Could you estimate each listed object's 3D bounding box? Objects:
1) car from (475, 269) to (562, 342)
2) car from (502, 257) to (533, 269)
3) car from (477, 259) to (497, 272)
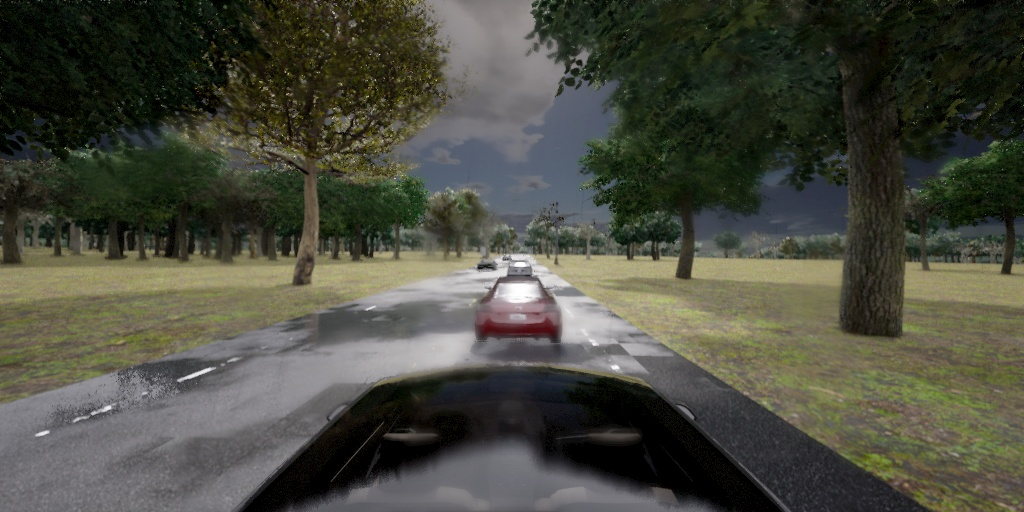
[{"bbox_3d":[0.180,1.230,9.535,1.994,1.385,4.181,0,1,1],"label":"car"},{"bbox_3d":[0.594,1.036,26.746,2.033,1.411,5.357,0,1,2],"label":"car"},{"bbox_3d":[-2.674,0.971,38.982,1.895,1.301,4.718,0,1,2],"label":"car"}]
